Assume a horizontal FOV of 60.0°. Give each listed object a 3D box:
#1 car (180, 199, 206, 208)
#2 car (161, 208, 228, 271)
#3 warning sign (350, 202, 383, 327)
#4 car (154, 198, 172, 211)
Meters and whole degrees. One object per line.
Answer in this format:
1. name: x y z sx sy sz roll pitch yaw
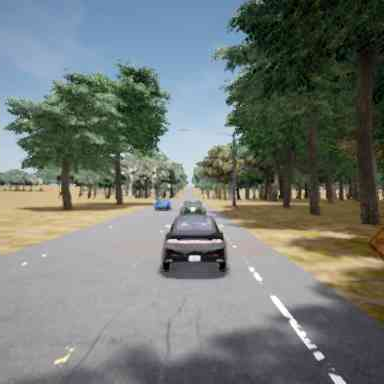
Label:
1. car: 0.072 1.388 27.622 2.097 1.767 4.553 0 0 0
2. car: 0.076 1.505 10.985 2.128 1.511 4.902 0 0 0
3. warning sign: 3.555 1.122 5.568 1.300 1.860 1.060 0 0 0
4. car: -3.608 1.536 41.736 1.882 1.535 5.008 0 0 0
